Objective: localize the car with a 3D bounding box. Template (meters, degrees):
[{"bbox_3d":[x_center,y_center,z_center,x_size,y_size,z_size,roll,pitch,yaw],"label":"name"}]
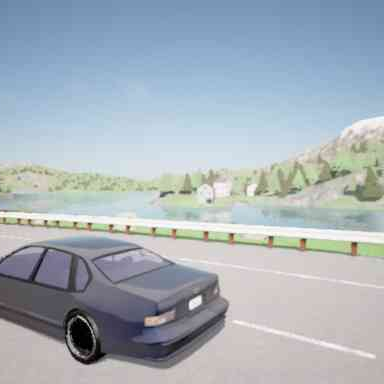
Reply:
[{"bbox_3d":[-2.064,1.495,5.723,5.357,1.411,2.033,0,1,33],"label":"car"}]
